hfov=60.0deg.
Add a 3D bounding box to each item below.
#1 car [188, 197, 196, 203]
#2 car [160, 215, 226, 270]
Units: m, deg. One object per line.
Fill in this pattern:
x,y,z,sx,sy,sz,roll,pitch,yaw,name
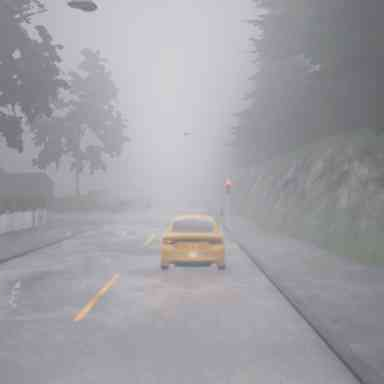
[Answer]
-0.007,1.739,73.765,1.895,1.301,4.718,0,0,0,car
0.047,1.513,11.233,1.882,1.535,5.008,0,0,1,car
